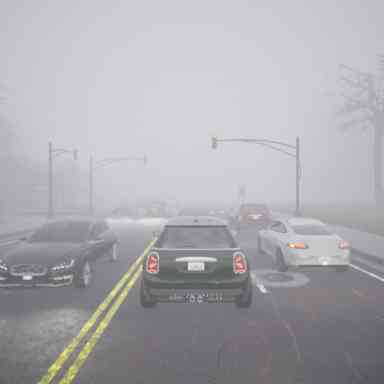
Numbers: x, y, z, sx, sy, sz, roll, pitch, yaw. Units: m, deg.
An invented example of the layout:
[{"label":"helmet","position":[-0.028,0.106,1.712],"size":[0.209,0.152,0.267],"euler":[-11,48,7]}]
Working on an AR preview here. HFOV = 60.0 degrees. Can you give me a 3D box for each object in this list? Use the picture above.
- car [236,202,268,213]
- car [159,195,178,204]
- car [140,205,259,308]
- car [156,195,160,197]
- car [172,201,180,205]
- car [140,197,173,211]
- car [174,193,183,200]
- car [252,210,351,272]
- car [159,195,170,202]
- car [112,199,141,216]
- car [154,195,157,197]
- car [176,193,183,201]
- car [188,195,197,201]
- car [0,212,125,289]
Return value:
[{"label":"car","position":[3.331,1.352,19.434],"size":[2.097,1.767,4.553],"euler":[0,0,0]},{"label":"car","position":[-3.295,1.515,47.084],"size":[1.812,1.442,4.674],"euler":[0,0,0]},{"label":"car","position":[0.085,1.352,8.086],"size":[2.097,1.767,4.553],"euler":[0,0,0]},{"label":"car","position":[-6.483,1.327,63.171],"size":[2.097,1.767,4.553],"euler":[0,0,0]},{"label":"car","position":[0.061,1.478,17.351],"size":[1.882,1.535,5.008],"euler":[0,0,0]},{"label":"car","position":[-3.315,1.491,32.022],"size":[2.128,1.511,4.902],"euler":[0,0,0]},{"label":"car","position":[-3.158,1.077,79.504],"size":[1.837,1.490,4.892],"euler":[0,0,0]},{"label":"car","position":[3.345,1.526,10.640],"size":[1.812,1.442,4.674],"euler":[0,0,0]},{"label":"car","position":[-6.409,1.488,78.517],"size":[2.033,1.411,5.357],"euler":[0,0,0]},{"label":"car","position":[-6.564,1.599,33.066],"size":[1.895,1.301,4.718],"euler":[0,0,0]},{"label":"car","position":[-6.545,1.537,46.831],"size":[2.033,1.411,5.357],"euler":[0,0,0]},{"label":"car","position":[-3.224,1.480,64.124],"size":[1.837,1.490,4.892],"euler":[0,0,1]},{"label":"car","position":[0.099,1.482,85.690],"size":[2.128,1.511,4.902],"euler":[0,0,0]},{"label":"car","position":[-3.341,1.506,9.190],"size":[1.837,1.490,4.892],"euler":[0,0,0]}]
